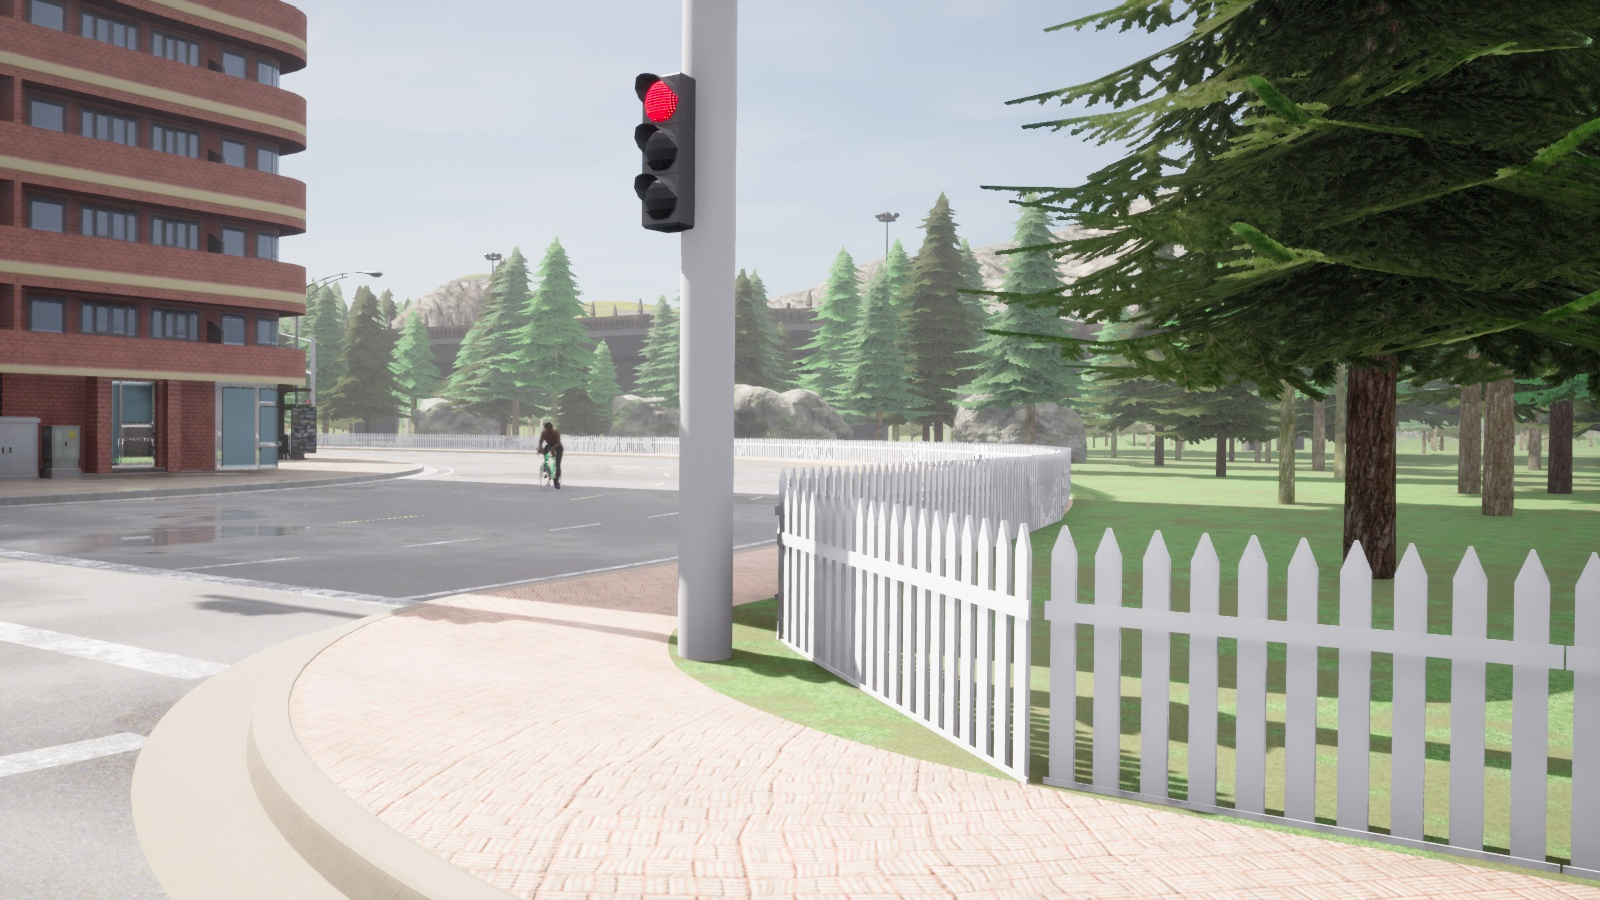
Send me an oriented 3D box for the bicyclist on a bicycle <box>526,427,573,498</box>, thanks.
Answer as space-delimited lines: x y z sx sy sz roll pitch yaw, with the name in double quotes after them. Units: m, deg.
-5.943 0.275 29.870 0.582 1.620 1.656 -1 1 6 "bicyclist on a bicycle"
